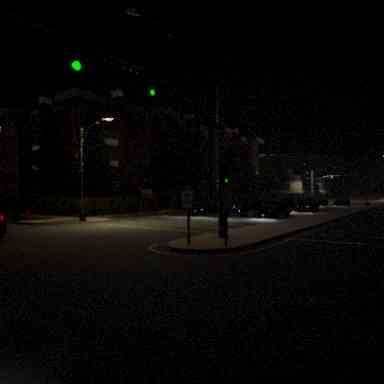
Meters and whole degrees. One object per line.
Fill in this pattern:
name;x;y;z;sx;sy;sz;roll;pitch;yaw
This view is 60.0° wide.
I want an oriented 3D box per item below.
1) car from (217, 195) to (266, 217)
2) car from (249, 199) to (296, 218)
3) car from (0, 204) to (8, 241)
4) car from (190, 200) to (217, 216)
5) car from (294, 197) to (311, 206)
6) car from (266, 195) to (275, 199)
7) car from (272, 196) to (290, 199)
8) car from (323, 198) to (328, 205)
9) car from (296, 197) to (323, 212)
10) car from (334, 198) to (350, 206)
car;5.176;1.365;33.858;2.150;2.045;5.566;-1;0;35
car;7.758;1.658;31.440;2.033;1.411;5.357;-1;0;35
car;-11.251;1.394;16.308;5.566;2.045;2.150;-1;0;35
car;1.701;1.680;34.989;1.837;1.490;4.892;-1;0;35
car;20.540;1.708;61.708;1.812;1.442;4.674;-1;-1;35
car;10.265;1.395;47.175;2.150;2.045;5.566;-1;0;36
car;12.780;1.648;44.685;1.837;1.490;4.892;-1;0;35
car;22.383;1.746;58.264;1.895;1.301;4.718;-1;0;35
car;14.036;1.616;40.390;1.837;1.490;4.892;-1;0;35
car;25.703;1.660;56.894;2.033;1.411;5.357;-1;0;35
